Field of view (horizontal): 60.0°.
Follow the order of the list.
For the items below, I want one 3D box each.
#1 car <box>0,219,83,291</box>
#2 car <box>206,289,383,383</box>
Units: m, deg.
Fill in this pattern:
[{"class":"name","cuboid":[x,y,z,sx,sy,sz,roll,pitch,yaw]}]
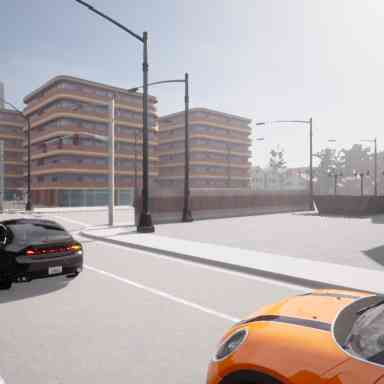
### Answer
[{"class":"car","cuboid":[-4.717,1.505,9.221,1.837,1.490,4.892,0,0,-43]},{"class":"car","cuboid":[2.278,1.352,2.333,4.553,1.767,2.097,0,0,40]}]
